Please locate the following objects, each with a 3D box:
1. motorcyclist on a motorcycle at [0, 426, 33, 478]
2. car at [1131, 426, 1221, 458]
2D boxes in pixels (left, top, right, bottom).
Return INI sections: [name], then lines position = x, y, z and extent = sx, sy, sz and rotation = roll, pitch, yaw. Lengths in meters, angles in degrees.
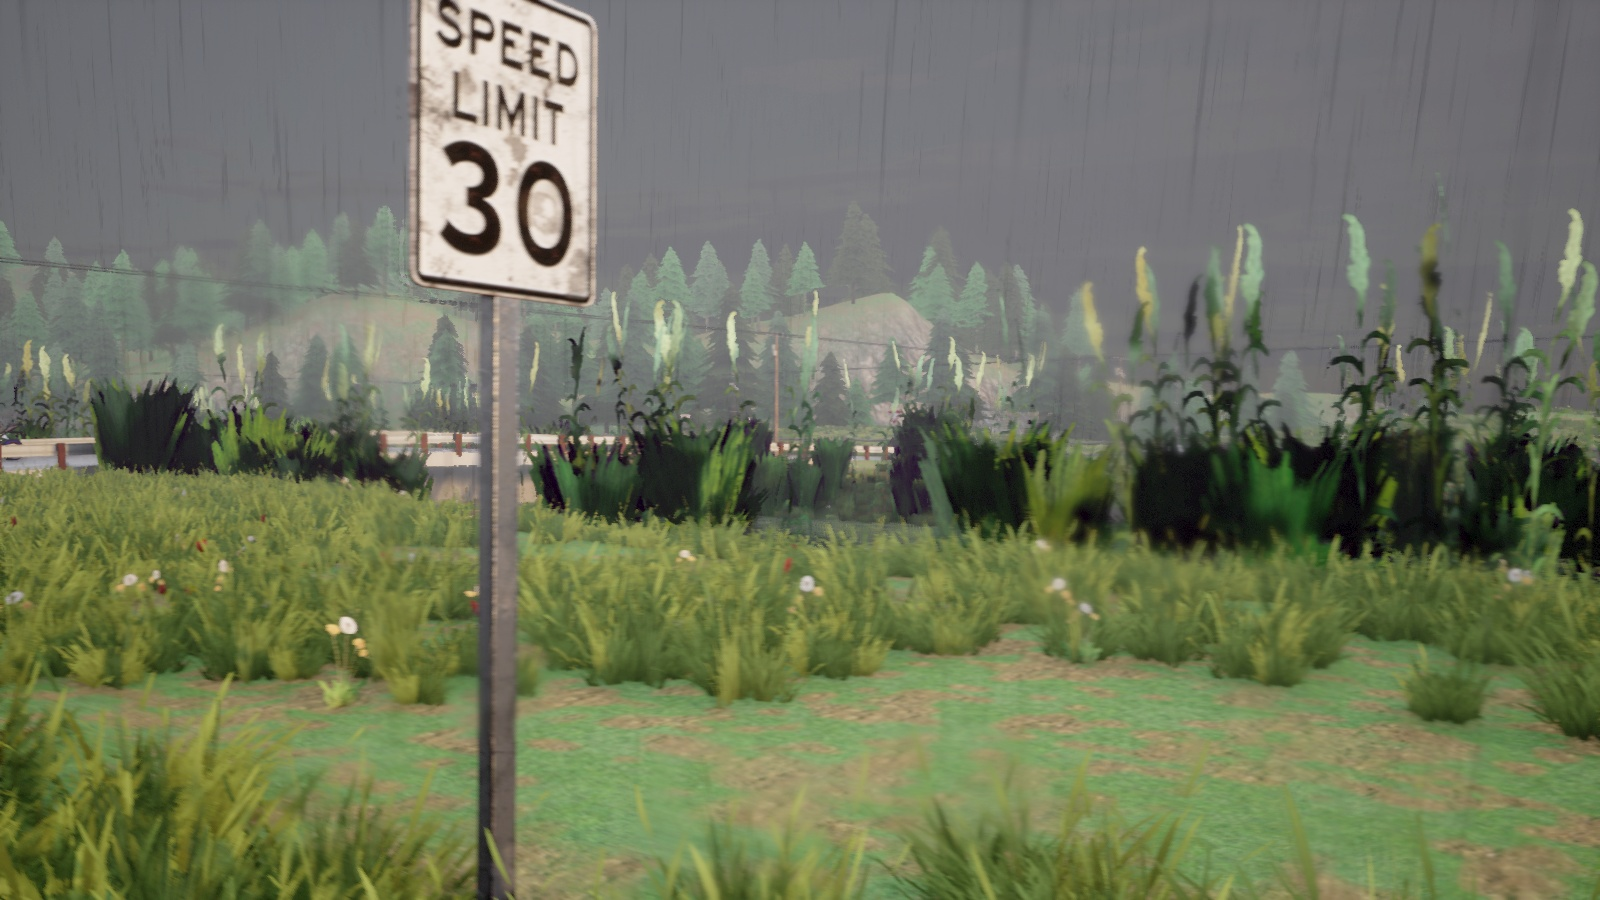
[motorcyclist on a motorcycle]
position = -24.548, 0.102, 37.838
extent = 0.866, 1.530, 2.191
rotation = 0, 4, 39
[car]
position = 19.290, -0.425, 64.446
extent = 3.988, 1.617, 1.851
rotation = 0, 1, 40
